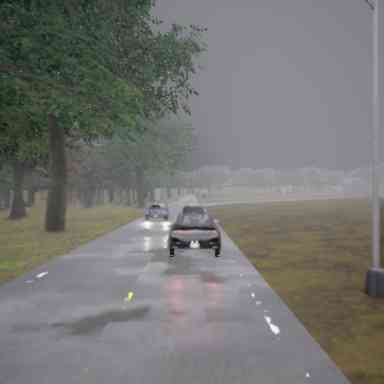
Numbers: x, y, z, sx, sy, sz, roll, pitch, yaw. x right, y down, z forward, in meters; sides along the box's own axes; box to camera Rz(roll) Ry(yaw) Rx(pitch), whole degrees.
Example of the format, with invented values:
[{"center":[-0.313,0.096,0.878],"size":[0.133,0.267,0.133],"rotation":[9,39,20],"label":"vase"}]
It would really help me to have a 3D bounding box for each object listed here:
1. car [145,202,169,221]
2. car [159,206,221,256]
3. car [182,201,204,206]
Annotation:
[{"center":[-2.844,1.619,28.340],"size":[1.812,1.442,4.674],"rotation":[0,0,0],"label":"car"},{"center":[0.096,1.528,13.212],"size":[2.128,1.511,4.902],"rotation":[0,0,0],"label":"car"},{"center":[0.101,1.578,30.058],"size":[1.882,1.535,5.008],"rotation":[0,0,0],"label":"car"}]
